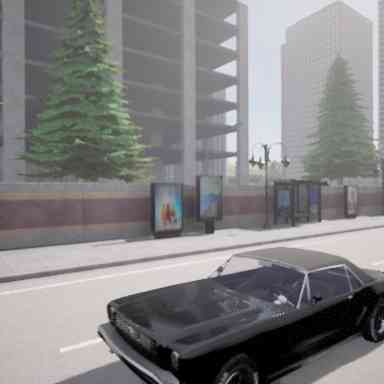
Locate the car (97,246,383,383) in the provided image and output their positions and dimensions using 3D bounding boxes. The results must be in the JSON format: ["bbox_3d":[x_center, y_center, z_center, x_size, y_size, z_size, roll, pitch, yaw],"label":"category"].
[{"bbox_3d":[1.156,1.576,4.835,4.718,1.301,1.895,0,0,-36],"label":"car"}]
